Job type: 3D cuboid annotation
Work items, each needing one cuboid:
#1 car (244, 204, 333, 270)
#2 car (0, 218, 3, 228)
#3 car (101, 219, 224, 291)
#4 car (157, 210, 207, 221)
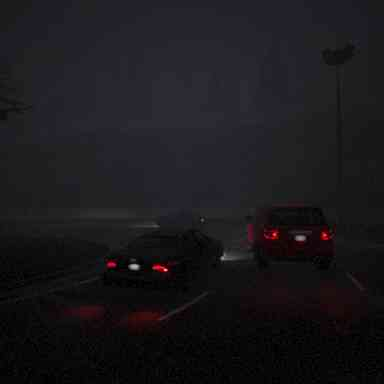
[{"bbox_3d":[3.237,1.444,12.039,2.150,2.045,5.566,0,-1,4],"label":"car"},{"bbox_3d":[-16.214,2.200,24.315,4.181,1.385,1.994,0,-1,-24],"label":"car"},{"bbox_3d":[-0.496,1.755,9.752,2.033,1.411,5.357,-1,-1,18],"label":"car"},{"bbox_3d":[-0.789,2.103,26.027,4.181,1.385,1.994,-1,-2,39],"label":"car"}]
